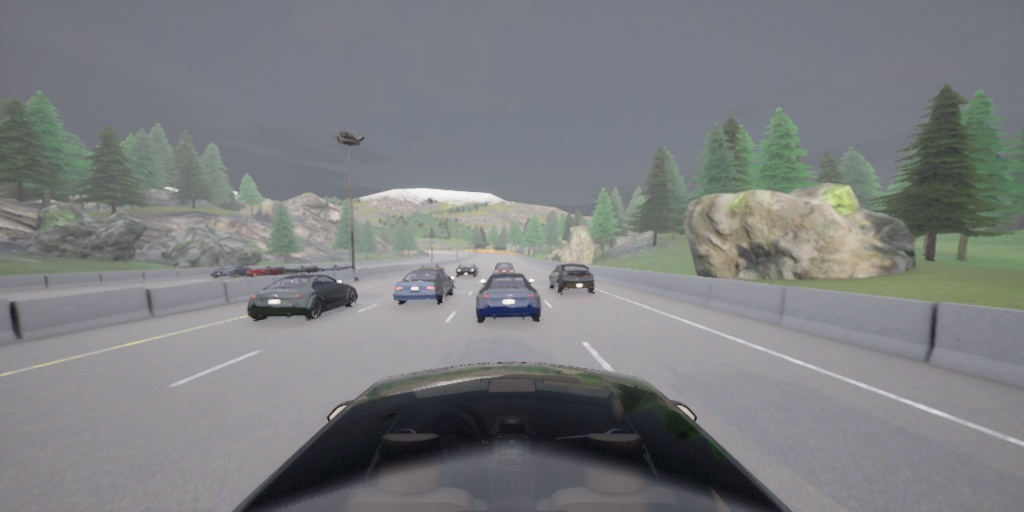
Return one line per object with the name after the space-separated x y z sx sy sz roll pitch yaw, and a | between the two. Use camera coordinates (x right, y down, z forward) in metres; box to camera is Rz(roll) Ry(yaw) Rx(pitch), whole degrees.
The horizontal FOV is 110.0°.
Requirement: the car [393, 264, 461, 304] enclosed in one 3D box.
-3.759 1.277 16.109 2.033 1.411 5.357 -1 0 -2 | car

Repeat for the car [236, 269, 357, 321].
-7.165 1.335 12.724 1.994 1.385 4.181 -1 0 -2 | car

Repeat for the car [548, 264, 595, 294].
3.147 1.161 19.531 1.837 1.490 4.892 -1 0 -2 | car

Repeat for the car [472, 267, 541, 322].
-0.148 1.264 12.179 1.994 1.385 4.181 -1 0 -2 | car

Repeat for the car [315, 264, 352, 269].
-18.493 1.503 38.067 1.895 1.301 4.718 -1 0 -1 | car

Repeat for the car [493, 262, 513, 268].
-0.667 1.254 30.715 2.033 1.411 5.357 -1 0 -2 | car

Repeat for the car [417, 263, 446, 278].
-7.788 1.387 34.995 1.895 1.301 4.718 -1 0 -2 | car

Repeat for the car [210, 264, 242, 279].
-28.984 1.575 37.321 1.994 1.385 4.181 -1 0 -1 | car

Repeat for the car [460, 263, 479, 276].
-4.290 1.351 35.102 1.895 1.301 4.718 -1 0 -2 | car

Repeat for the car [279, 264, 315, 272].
-21.991 1.539 37.970 1.895 1.301 4.718 -1 0 -1 | car

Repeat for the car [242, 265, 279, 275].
-25.487 1.575 37.701 1.895 1.301 4.718 -1 0 -1 | car
